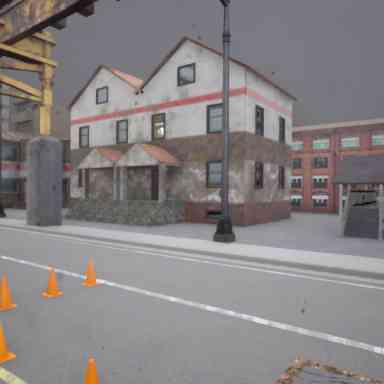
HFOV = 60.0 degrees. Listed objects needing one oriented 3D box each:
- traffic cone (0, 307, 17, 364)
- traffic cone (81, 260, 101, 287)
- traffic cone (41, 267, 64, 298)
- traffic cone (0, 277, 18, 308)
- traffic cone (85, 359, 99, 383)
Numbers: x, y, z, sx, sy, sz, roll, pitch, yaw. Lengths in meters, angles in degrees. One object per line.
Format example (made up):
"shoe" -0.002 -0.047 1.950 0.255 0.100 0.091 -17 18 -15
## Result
"traffic cone" -2.609 1.951 4.471 0.340 0.580 0.340 0 0 36
"traffic cone" -2.454 1.947 8.073 0.340 0.580 0.340 0 0 36
"traffic cone" -3.044 1.947 7.266 0.340 0.580 0.340 0 0 36
"traffic cone" -3.634 1.947 6.458 0.340 0.580 0.340 0 0 36
"traffic cone" -0.994 1.954 3.291 0.340 0.580 0.340 0 0 36
